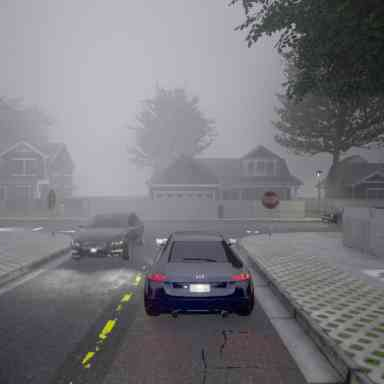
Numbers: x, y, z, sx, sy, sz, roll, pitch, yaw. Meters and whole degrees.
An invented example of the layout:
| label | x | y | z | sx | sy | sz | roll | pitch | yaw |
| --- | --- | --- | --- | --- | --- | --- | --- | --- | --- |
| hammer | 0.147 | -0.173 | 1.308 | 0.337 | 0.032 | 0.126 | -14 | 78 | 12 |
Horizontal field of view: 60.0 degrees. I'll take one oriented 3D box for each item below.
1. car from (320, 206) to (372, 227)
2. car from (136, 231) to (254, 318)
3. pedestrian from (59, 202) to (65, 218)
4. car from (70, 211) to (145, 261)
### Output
| label | x | y | z | sx | sy | sz | roll | pitch | yaw |
| --- | --- | --- | --- | --- | --- | --- | --- | --- | --- |
| car | 11.317 | 1.634 | 22.608 | 4.718 | 1.301 | 1.895 | 0 | 1 | -1 |
| car | 0.105 | 1.562 | 7.514 | 1.994 | 1.385 | 4.181 | 0 | 0 | -1 |
| pedestrian | -9.823 | 1.338 | 25.255 | 0.375 | 1.300 | 0.375 | 0 | 0 | -1 |
| car | -2.939 | 1.501 | 12.410 | 1.837 | 1.490 | 4.892 | -1 | 0 | 1 |
